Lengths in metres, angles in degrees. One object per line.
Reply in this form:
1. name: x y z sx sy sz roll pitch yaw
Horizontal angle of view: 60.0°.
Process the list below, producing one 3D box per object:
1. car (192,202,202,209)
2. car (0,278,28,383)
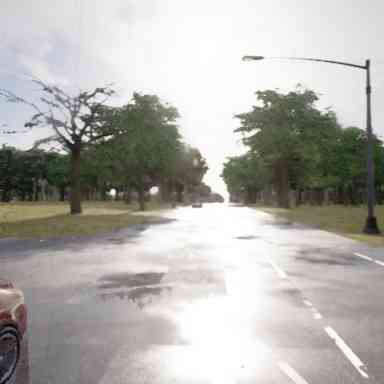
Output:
1. car: 1.061 2.665 67.751 1.994 1.385 4.181 -1 -1 5
2. car: -3.181 1.570 2.680 1.812 1.442 4.674 0 0 4
